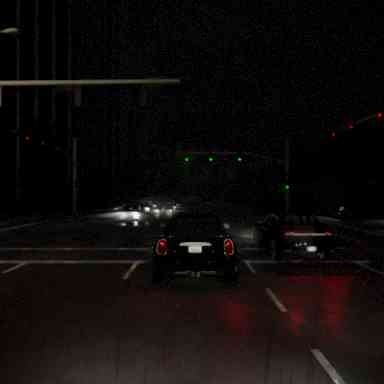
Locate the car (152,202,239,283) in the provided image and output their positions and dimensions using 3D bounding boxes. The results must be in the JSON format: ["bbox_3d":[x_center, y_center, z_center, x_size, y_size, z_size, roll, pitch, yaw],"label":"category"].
[{"bbox_3d":[0.080,1.354,9.853,2.097,1.767,4.553,0,0,0],"label":"car"}]

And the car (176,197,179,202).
[{"bbox_3d":[-3.607,1.515,54.009,1.837,1.490,4.892,0,0,0],"label":"car"}]

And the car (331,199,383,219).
[{"bbox_3d":[14.654,1.415,29.050,4.553,1.767,2.097,0,0,2],"label":"car"}]

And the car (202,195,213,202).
[{"bbox_3d":[3.457,1.515,72.212,1.837,1.490,4.892,0,0,0],"label":"car"}]

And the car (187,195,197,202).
[{"bbox_3d":[-0.043,1.492,72.232,1.882,1.535,5.008,0,0,0],"label":"car"}]

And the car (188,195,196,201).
[{"bbox_3d":[-0.049,1.556,82.581,2.033,1.411,5.357,0,0,0],"label":"car"}]

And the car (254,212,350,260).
[{"bbox_3d":[3.587,1.501,12.399,2.128,1.511,4.902,0,0,0],"label":"car"}]

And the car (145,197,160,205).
[{"bbox_3d":[-7.069,1.559,60.275,2.033,1.411,5.357,0,0,1],"label":"car"}]

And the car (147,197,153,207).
[{"bbox_3d":[-7.115,1.535,50.068,1.812,1.442,4.674,0,0,0],"label":"car"}]

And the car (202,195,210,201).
[{"bbox_3d":[3.451,1.495,82.311,1.882,1.535,5.008,0,0,0],"label":"car"}]

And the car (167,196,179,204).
[{"bbox_3d":[-3.538,1.560,64.417,2.033,1.411,5.357,0,0,0],"label":"car"}]

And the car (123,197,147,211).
[{"bbox_3d":[-7.123,1.608,40.912,1.895,1.301,4.718,0,0,0],"label":"car"}]

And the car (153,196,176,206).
[{"bbox_3d":[-3.622,1.361,44.907,2.097,1.767,4.553,0,0,0],"label":"car"}]
